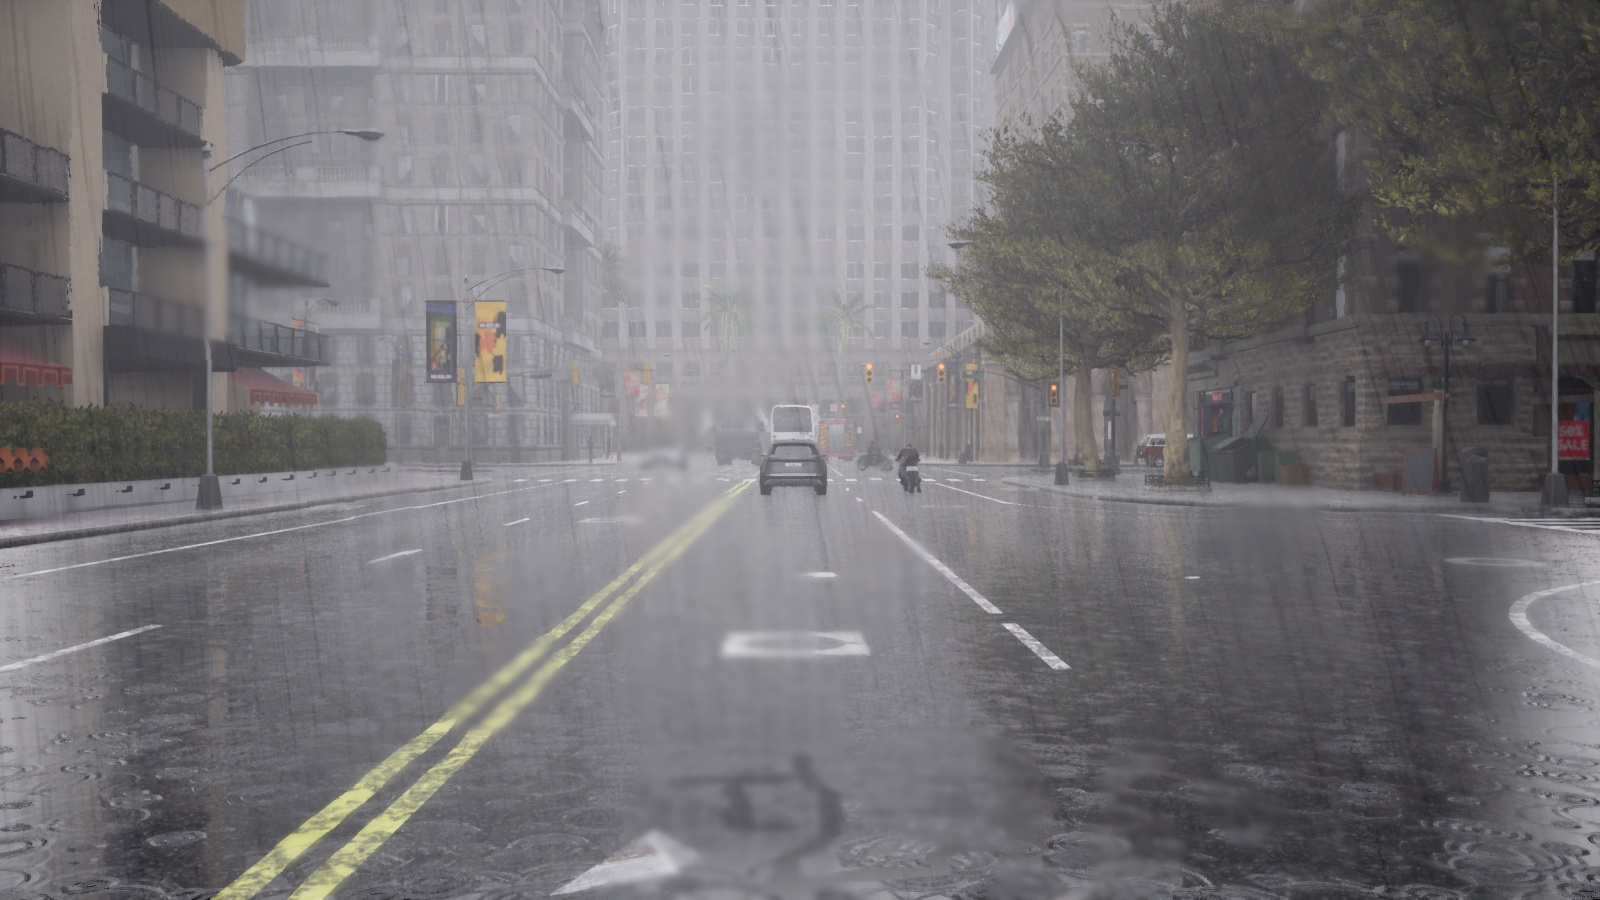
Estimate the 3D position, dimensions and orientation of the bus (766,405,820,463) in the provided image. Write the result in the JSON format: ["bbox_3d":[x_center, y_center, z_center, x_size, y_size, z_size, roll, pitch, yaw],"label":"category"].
[{"bbox_3d":[-0.563,-1.176,96.592,3.944,4.253,10.273,0,0,0],"label":"bus"}]

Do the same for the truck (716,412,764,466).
[{"bbox_3d":[-3.987,-0.718,84.898,2.891,3.462,7.936,0,0,0],"label":"truck"}]

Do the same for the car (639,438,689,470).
[{"bbox_3d":[-7.388,0.197,68.722,2.242,1.667,4.611,0,0,0],"label":"car"}]

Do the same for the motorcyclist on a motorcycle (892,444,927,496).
[{"bbox_3d":[3.298,0.569,38.045,0.866,1.530,2.191,0,0,0],"label":"motorcyclist on a motorcycle"}]

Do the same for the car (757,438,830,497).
[{"bbox_3d":[-0.196,0.465,37.376,2.033,1.649,4.856,0,0,0],"label":"car"}]

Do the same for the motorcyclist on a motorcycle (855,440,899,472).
[{"bbox_3d":[4.034,0.328,65.993,2.350,1.649,0.766,1,0,42],"label":"motorcyclist on a motorcycle"}]

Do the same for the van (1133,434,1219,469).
[{"bbox_3d":[22.090,0.071,73.871,4.480,2.038,2.069,0,0,1],"label":"van"}]
